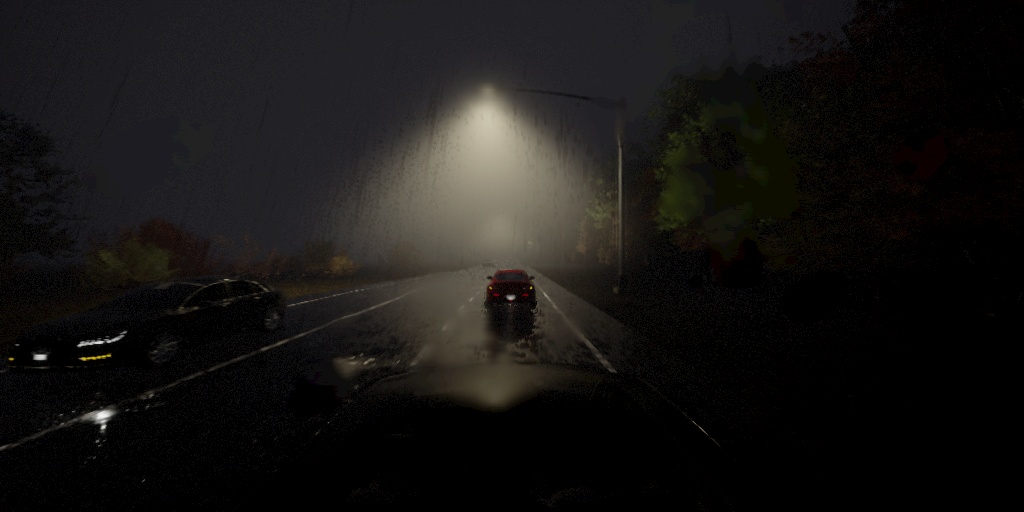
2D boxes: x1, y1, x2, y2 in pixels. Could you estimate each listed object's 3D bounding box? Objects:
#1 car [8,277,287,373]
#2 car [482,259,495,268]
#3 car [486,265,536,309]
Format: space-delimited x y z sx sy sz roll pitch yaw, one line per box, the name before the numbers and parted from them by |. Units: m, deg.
car | -7.023 1.249 7.763 1.837 1.490 4.892 0 0 0
car | -3.712 1.164 57.102 2.033 1.411 5.357 0 0 1
car | -0.045 1.250 14.726 1.812 1.442 4.674 0 0 0
